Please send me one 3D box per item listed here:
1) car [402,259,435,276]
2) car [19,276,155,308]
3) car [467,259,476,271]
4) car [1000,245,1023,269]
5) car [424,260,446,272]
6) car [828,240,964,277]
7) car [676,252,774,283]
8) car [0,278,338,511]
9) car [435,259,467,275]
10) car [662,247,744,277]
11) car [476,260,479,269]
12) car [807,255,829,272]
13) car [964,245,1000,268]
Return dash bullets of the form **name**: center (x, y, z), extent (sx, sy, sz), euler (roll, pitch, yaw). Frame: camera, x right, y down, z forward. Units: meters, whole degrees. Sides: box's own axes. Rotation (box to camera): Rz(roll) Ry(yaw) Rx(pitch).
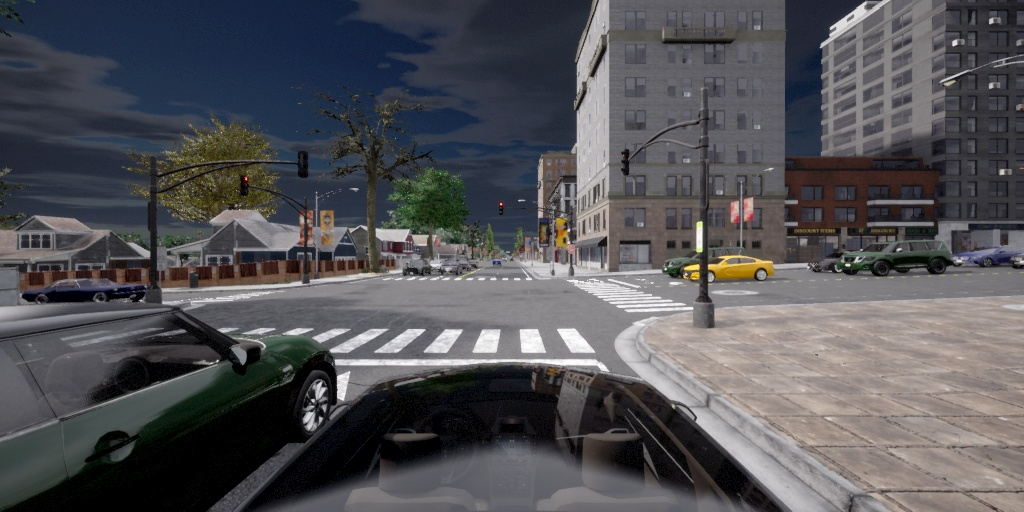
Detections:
- **car**: center (-9.861, 1.121, 37.480), extent (2.097, 1.767, 4.553), euler (0, 0, 0)
- **car**: center (-21.623, 1.807, 18.381), extent (4.718, 1.301, 1.895), euler (-2, 0, 0)
- **car**: center (-6.619, 1.335, 49.275), extent (2.033, 1.411, 5.357), euler (0, 0, 0)
- **car**: center (33.374, 0.023, 21.778), extent (4.674, 1.442, 1.812), euler (-2, 0, 0)
- **car**: center (-9.868, 1.308, 46.463), extent (1.812, 1.442, 4.674), euler (0, 0, 0)
- **car**: center (23.122, 0.099, 21.752), extent (5.566, 2.045, 2.150), euler (-2, 0, 0)
- **car**: center (13.026, 0.742, 21.721), extent (5.008, 1.535, 1.882), euler (-2, 0, -1)
- **car**: center (-3.151, 1.102, 2.490), extent (2.097, 1.767, 4.553), euler (0, 0, 0)
- **car**: center (-6.610, 1.262, 39.557), extent (2.128, 1.511, 4.902), euler (0, 0, 0)
- **car**: center (13.445, 0.459, 24.970), extent (5.566, 2.045, 2.150), euler (-2, 0, 0)
- **car**: center (-6.613, 1.322, 59.621), extent (1.837, 1.490, 4.892), euler (0, 0, 0)
- **car**: center (23.412, 0.361, 25.004), extent (4.892, 1.490, 1.837), euler (-2, 0, 0)
- **car**: center (33.544, 0.007, 25.031), extent (4.674, 1.442, 1.812), euler (-2, 0, 0)
